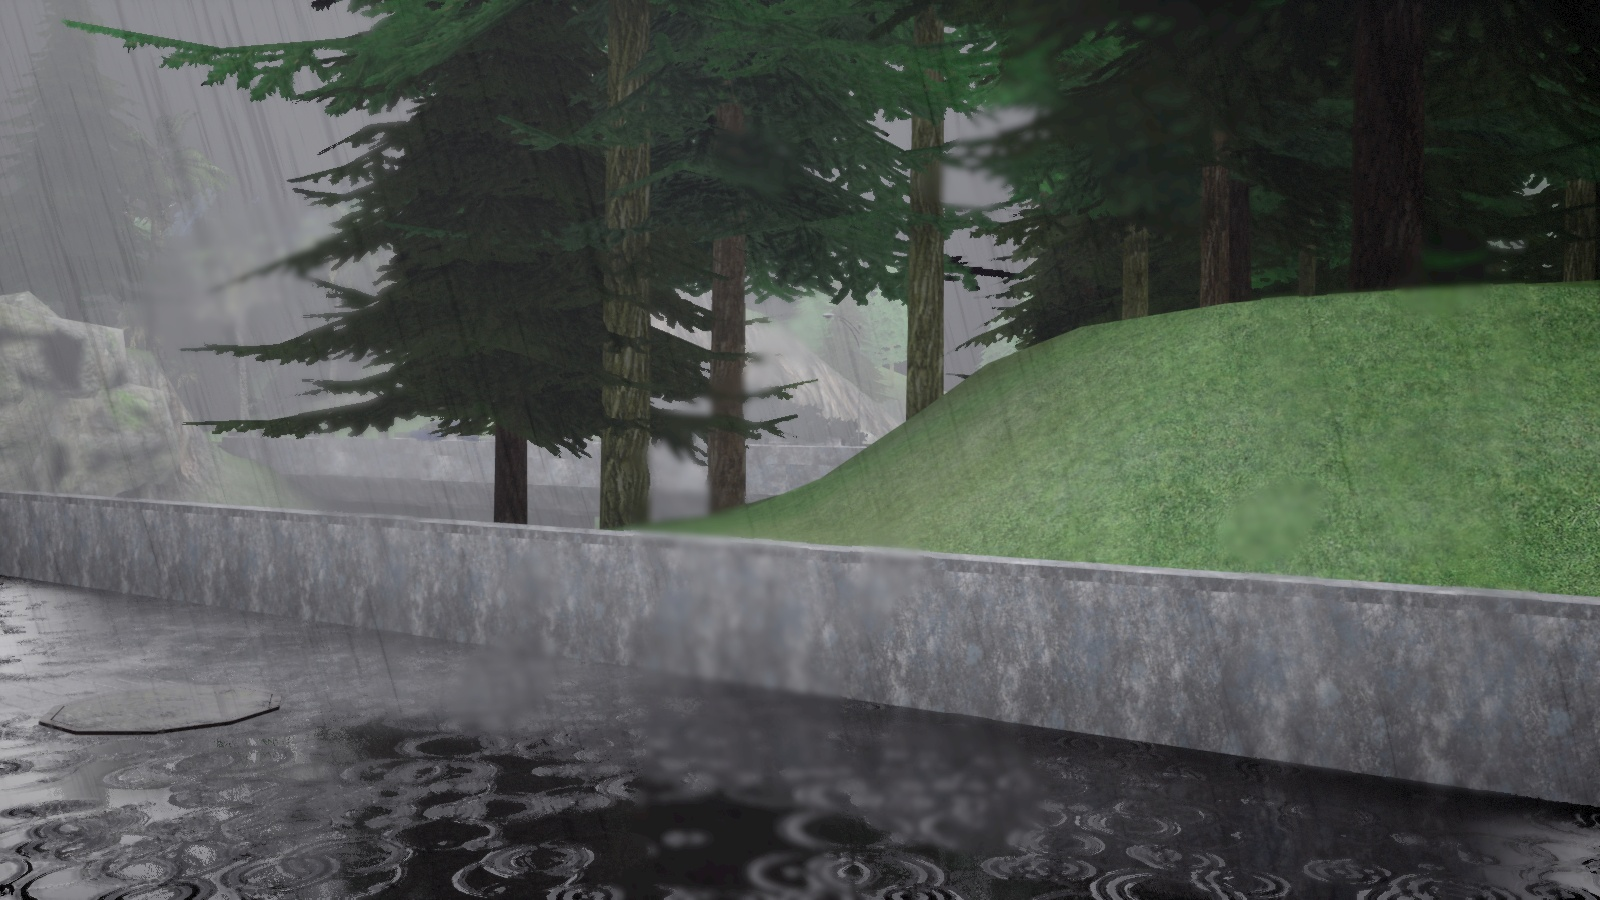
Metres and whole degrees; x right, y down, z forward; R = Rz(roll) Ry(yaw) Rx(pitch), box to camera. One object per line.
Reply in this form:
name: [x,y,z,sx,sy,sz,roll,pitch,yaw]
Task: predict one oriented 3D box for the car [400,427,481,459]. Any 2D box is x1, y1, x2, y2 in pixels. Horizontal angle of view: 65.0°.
car: [-24.205,-0.484,84.537,5.566,2.045,2.150,0,1,34]
